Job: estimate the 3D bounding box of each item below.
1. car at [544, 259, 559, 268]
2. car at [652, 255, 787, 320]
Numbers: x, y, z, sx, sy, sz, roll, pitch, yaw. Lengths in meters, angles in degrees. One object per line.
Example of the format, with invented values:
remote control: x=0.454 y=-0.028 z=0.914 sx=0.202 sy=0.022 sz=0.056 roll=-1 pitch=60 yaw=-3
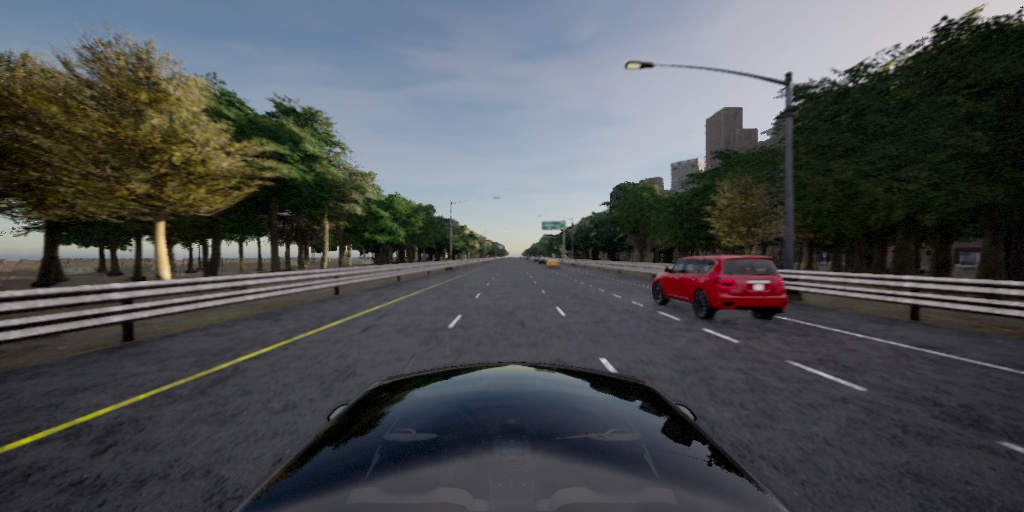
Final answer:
car: x=7.228 y=1.278 z=63.897 sx=1.882 sy=1.535 sz=5.008 roll=0 pitch=0 yaw=0
car: x=7.009 y=0.983 z=12.863 sx=2.150 sy=2.045 sz=5.566 roll=0 pitch=0 yaw=0
